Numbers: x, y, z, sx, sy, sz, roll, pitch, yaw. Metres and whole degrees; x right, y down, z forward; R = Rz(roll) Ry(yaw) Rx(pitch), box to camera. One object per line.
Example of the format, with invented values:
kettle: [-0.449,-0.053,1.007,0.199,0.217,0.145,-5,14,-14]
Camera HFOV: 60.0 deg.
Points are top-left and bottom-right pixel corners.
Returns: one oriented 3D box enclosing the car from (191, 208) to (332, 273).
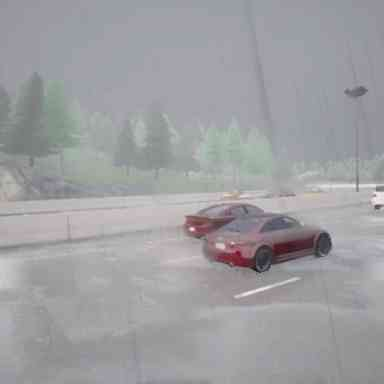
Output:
car: [2.342,1.332,9.977,4.181,1.385,1.994,-2,1,-37]

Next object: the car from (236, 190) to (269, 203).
car: [7.800,0.578,42.731,4.674,1.442,1.812,-2,1,-44]

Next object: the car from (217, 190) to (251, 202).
car: [5.844,0.525,45.787,1.882,1.535,5.008,0,1,45]

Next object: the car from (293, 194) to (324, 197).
car: [14.337,0.421,39.445,1.882,1.535,5.008,0,1,44]

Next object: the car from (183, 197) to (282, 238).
car: [1.946,1.183,14.074,5.008,1.535,1.882,-2,1,-38]

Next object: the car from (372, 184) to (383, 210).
car: [16.135,0.352,26.226,5.566,2.045,2.150,-2,1,-43]
